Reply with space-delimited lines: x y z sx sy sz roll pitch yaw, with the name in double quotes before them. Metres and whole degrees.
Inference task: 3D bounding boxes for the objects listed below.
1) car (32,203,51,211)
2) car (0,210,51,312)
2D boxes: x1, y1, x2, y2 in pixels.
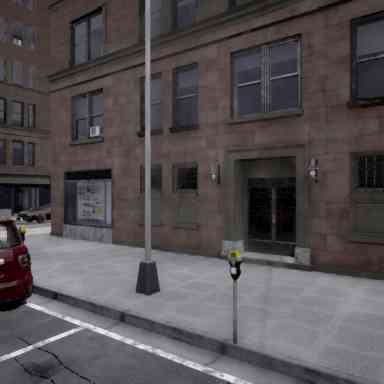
"car" -10.254 1.503 25.184 2.033 1.411 5.357 0 0 36
"car" -5.082 1.315 6.423 5.009 1.841 2.192 0 0 35
